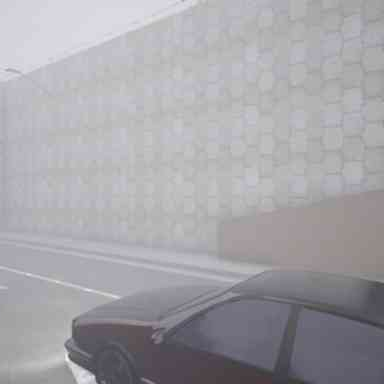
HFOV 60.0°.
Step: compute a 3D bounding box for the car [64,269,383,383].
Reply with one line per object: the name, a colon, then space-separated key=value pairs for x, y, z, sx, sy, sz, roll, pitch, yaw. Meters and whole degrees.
car: x=1.051 y=1.552 z=3.239 sx=5.357 sy=1.411 sz=2.033 roll=0 pitch=0 yaw=35
